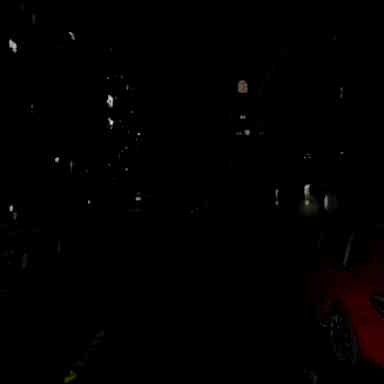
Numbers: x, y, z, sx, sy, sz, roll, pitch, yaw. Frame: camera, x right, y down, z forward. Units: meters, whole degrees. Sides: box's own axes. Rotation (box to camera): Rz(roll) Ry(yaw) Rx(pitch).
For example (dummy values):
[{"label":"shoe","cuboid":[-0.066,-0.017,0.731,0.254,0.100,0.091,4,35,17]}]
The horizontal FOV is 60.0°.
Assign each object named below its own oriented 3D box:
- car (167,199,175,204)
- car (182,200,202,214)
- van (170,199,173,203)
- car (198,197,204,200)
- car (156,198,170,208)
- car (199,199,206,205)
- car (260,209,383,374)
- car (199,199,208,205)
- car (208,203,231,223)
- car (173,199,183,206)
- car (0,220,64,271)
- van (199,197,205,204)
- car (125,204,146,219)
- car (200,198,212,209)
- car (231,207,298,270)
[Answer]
[{"label":"car","cuboid":[-5.670,2.558,90.999,2.008,1.369,4.403,1,-1,0]},{"label":"car","cuboid":[0.006,2.068,42.262,1.895,1.301,4.718,0,-1,0]},{"label":"van","cuboid":[-5.667,2.159,73.913,1.690,1.788,3.998,1,-1,0]},{"label":"car","cuboid":[2.708,2.321,68.276,1.947,1.339,4.313,1,-1,0]},{"label":"car","cuboid":[-5.673,2.257,62.518,1.947,1.339,4.313,1,-1,0]},{"label":"car","cuboid":[2.710,2.526,85.364,1.802,1.307,4.206,1,-1,0]},{"label":"car","cuboid":[2.838,1.379,5.624,2.192,1.841,5.009,1,-1,0]},{"label":"car","cuboid":[2.710,2.432,79.669,2.008,1.369,4.403,1,-1,0]},{"label":"car","cuboid":[2.705,1.880,28.404,1.947,1.339,4.313,1,-1,0]},{"label":"car","cuboid":[-2.995,2.247,74.725,1.882,1.535,5.008,0,-1,0]},{"label":"car","cuboid":[-5.798,1.677,11.257,2.008,1.369,4.403,1,-1,0]},{"label":"van","cuboid":[2.714,2.349,91.064,1.690,1.788,3.998,1,-1,0]},{"label":"car","cuboid":[-5.674,1.900,33.869,1.752,1.417,4.829,1,-1,0]},{"label":"car","cuboid":[2.708,2.174,56.885,1.887,1.381,4.507,1,-1,0]},{"label":"car","cuboid":[2.830,1.441,11.324,2.192,1.841,5.009,1,-1,0]}]
